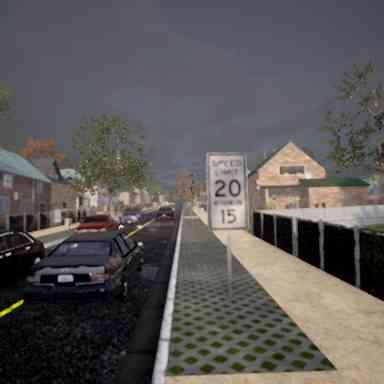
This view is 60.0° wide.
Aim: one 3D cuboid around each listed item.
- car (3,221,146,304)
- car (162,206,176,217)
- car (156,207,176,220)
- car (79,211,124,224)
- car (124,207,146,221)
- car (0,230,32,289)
[{"bbox_3d":[-2.438,1.740,8.760,2.033,1.411,5.357,-1,-1,-1],"label":"car"},{"bbox_3d":[-3.382,2.858,49.408,1.895,1.301,4.718,-1,-1,-1],"label":"car"},{"bbox_3d":[-3.099,2.465,38.967,1.882,1.535,5.008,-1,-1,-1],"label":"car"},{"bbox_3d":[-5.544,2.072,19.726,1.812,1.442,4.674,-1,-1,-1],"label":"car"},{"bbox_3d":[-5.835,2.247,32.881,2.097,1.767,4.553,-1,-2,-1],"label":"car"},{"bbox_3d":[-5.310,1.743,8.097,1.837,1.490,4.892,-1,-1,0],"label":"car"}]
